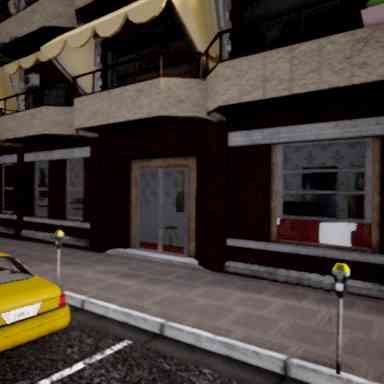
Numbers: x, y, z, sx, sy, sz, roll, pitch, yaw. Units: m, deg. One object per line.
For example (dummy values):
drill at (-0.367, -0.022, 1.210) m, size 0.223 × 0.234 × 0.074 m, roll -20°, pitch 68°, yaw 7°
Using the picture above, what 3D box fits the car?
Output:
car at (-4.052, 1.515, 5.602) m, size 4.829 × 1.417 × 1.752 m, roll 0°, pitch 1°, yaw 36°
